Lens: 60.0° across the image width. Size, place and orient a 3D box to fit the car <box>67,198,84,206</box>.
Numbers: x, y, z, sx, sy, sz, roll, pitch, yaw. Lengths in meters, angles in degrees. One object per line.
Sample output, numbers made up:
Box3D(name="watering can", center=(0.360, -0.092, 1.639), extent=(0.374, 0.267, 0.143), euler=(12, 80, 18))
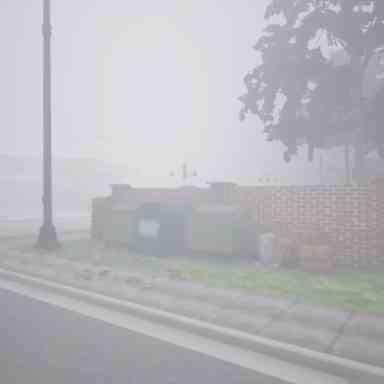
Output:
Box3D(name="car", center=(-21.017, 1.880, 61.384), extent=(1.970, 1.475, 3.806), euler=(-1, 0, 36))

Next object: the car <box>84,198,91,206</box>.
Box3D(name="car", center=(-15.888, 1.672, 58.689), extent=(2.242, 1.667, 4.611), euler=(-1, 0, 36))
